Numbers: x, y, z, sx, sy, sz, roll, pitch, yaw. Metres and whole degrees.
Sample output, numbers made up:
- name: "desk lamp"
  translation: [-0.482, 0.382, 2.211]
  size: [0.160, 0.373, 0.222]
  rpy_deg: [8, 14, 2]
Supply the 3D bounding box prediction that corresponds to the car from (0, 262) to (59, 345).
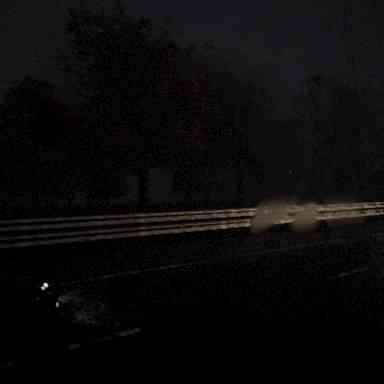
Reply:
- name: "car"
  translation: [-4.268, 1.569, 4.976]
  size: [4.181, 1.385, 1.994]
  rpy_deg: [0, 0, -35]
